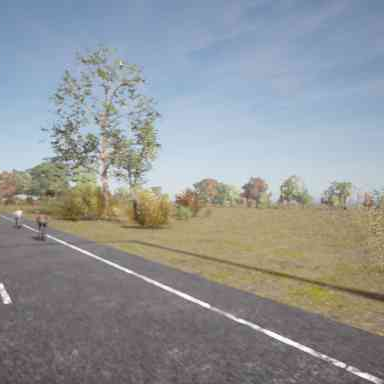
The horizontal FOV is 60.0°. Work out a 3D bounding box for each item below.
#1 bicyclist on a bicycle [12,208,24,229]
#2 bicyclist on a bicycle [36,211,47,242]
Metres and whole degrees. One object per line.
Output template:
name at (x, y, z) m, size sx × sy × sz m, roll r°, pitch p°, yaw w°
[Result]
bicyclist on a bicycle at (-13.661, 2.042, 26.195) m, size 0.866 × 1.612 × 1.509 m, roll 1°, pitch -2°, yaw -35°
bicyclist on a bicycle at (-8.233, 1.883, 18.237) m, size 0.582 × 1.620 × 1.656 m, roll 1°, pitch -2°, yaw -34°
